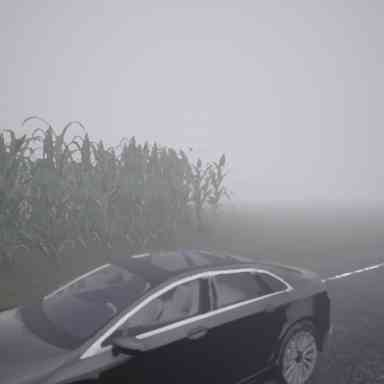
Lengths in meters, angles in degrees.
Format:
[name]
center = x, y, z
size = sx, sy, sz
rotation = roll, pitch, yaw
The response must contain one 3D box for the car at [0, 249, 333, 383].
[car]
center = -0.425, 1.491, 3.703
size = 4.902, 1.511, 2.128
rotation = 0, 0, -36
